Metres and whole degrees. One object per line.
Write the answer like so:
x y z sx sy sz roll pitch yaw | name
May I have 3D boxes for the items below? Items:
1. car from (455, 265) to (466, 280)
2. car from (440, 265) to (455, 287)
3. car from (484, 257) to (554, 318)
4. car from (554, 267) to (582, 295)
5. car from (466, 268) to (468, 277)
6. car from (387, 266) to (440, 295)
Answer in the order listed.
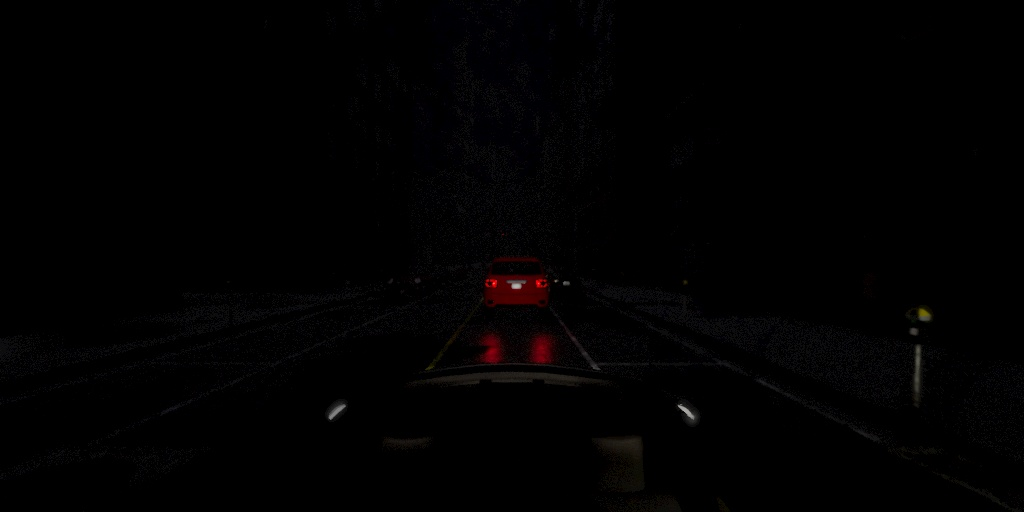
-5.624 1.540 31.634 2.007 1.370 4.403 0 0 0 | car
-5.651 1.510 26.130 1.948 1.339 4.313 0 0 0 | car
0.155 1.062 13.687 2.150 2.045 5.566 0 -1 0 | car
2.847 1.465 20.583 1.948 1.339 4.313 0 0 0 | car
-5.597 1.579 37.140 1.888 1.381 4.507 0 0 0 | car
-5.678 1.339 20.624 1.967 1.591 4.097 0 0 0 | car
